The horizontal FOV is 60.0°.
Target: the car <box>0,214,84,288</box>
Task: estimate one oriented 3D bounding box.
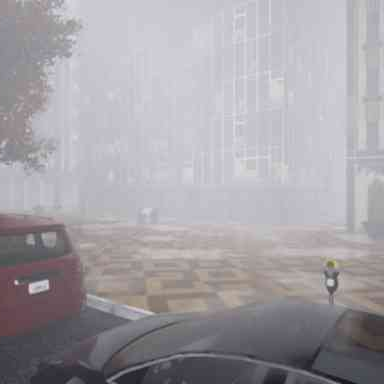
[{"bbox_3d":[-3.914,1.298,5.679,5.009,1.841,2.192,0,0,36],"label":"car"}]

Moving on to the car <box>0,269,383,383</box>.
[{"bbox_3d":[0.578,1.564,2.466,4.313,1.339,1.947,0,0,36],"label":"car"}]
